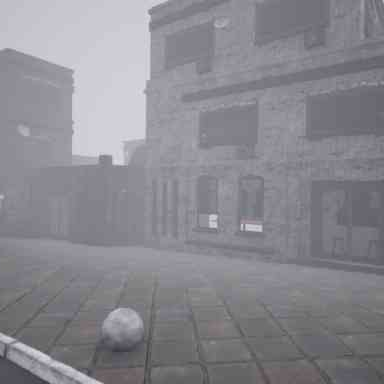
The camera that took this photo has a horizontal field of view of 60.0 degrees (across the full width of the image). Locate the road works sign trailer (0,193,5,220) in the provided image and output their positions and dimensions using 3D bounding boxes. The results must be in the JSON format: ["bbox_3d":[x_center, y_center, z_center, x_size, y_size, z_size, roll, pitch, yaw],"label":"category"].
[{"bbox_3d":[-8.721,1.014,13.173,2.880,2.380,3.560,7,-7,-41],"label":"road works sign trailer"}]
